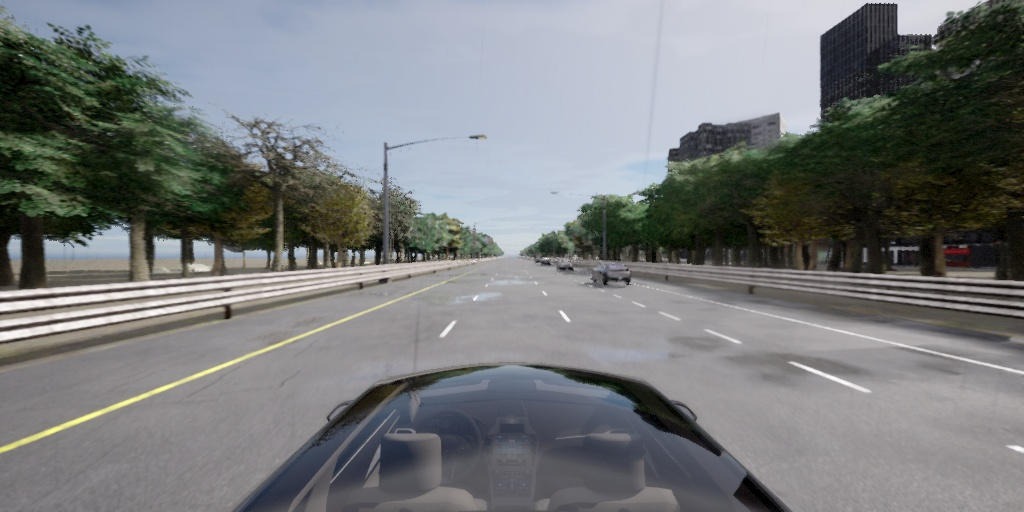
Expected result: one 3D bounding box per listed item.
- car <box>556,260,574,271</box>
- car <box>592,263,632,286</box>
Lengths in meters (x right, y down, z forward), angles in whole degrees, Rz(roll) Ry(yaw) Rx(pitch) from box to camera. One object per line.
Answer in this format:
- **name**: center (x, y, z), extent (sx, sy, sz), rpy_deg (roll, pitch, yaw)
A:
- **car**: center (7.092, 1.384, 48.648), extent (1.895, 1.301, 4.718), rpy_deg (0, 0, 0)
- **car**: center (7.019, 1.259, 25.650), extent (2.128, 1.511, 4.902), rpy_deg (0, 0, 0)
